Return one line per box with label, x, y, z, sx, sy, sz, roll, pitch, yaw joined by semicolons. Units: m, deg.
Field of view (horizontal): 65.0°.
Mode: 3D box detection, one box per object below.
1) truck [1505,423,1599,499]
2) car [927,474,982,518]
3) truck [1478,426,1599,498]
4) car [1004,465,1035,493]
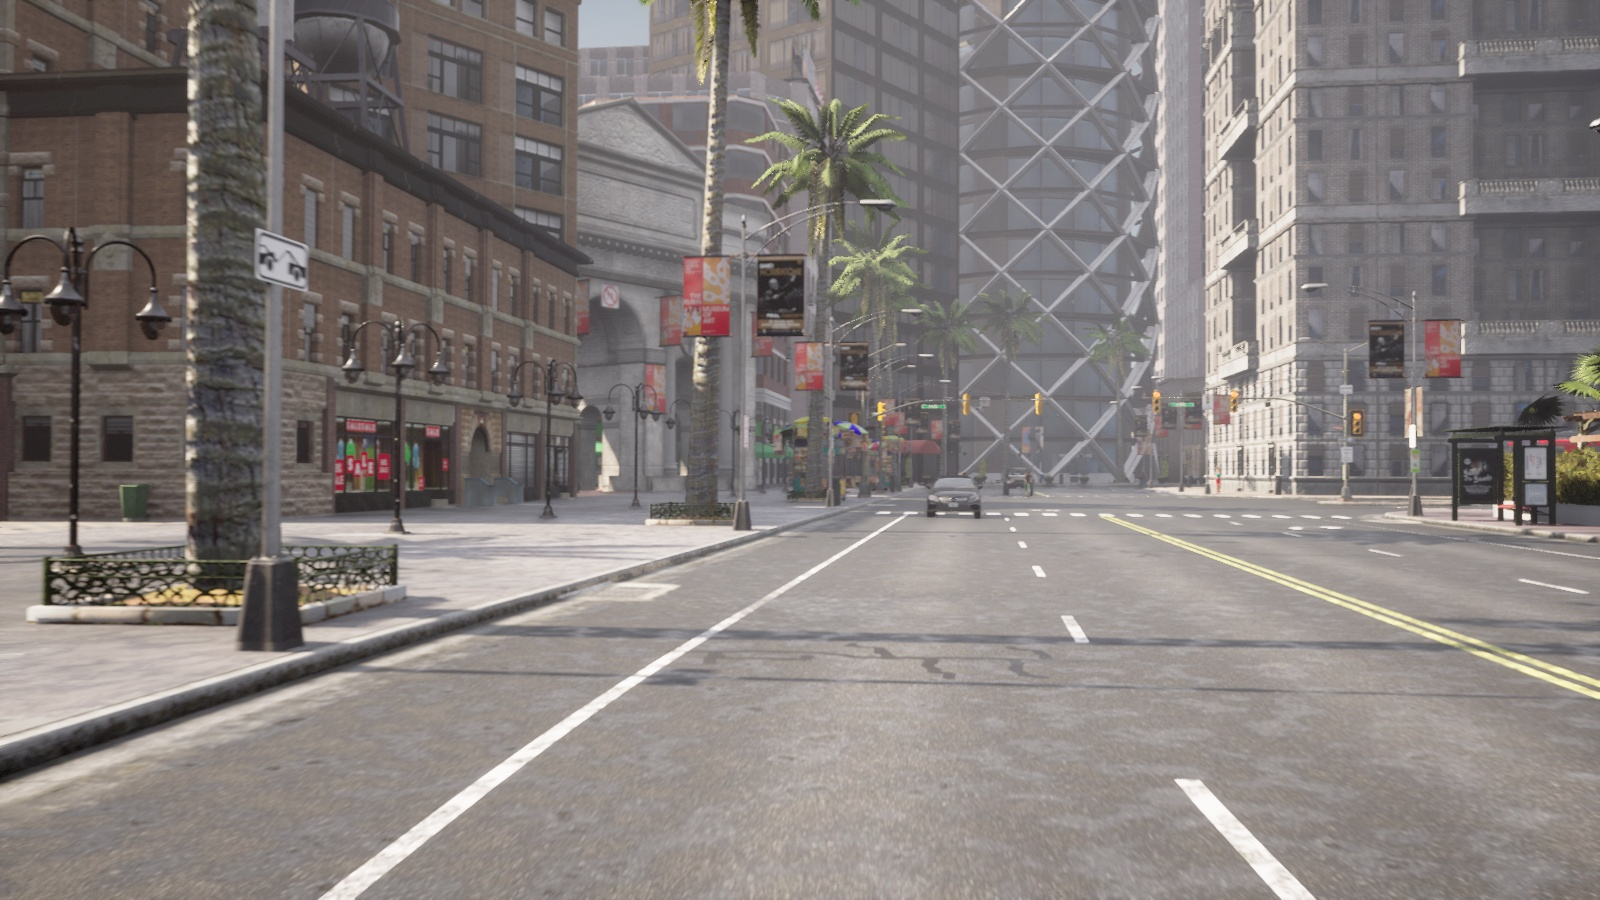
truck;41.618;0.587;64.916;8.468;3.827;2.891;0;-1;8
car;5.418;1.552;43.682;1.812;1.442;4.674;0;-1;8
truck;42.032;0.643;68.391;8.468;3.827;2.891;0;-1;8
car;14.993;1.998;85.995;1.905;1.878;3.866;0;-1;8
